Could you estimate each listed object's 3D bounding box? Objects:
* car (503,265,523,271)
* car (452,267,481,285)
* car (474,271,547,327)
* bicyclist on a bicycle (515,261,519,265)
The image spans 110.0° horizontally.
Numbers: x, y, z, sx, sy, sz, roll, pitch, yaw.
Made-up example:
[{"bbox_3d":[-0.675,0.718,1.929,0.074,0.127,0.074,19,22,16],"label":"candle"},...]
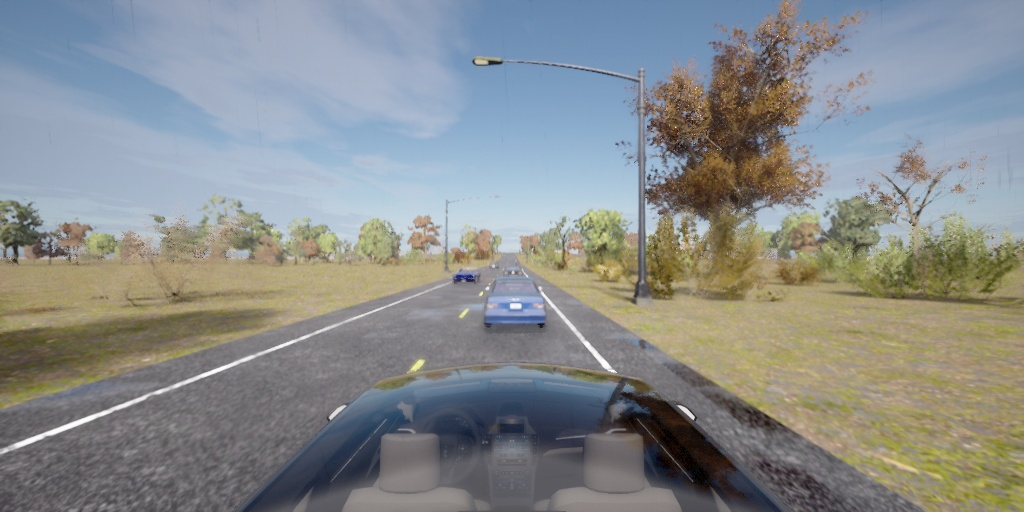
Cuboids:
[{"bbox_3d":[0.100,1.566,34.165,2.033,1.411,5.357,0,0,0],"label":"car"},{"bbox_3d":[-3.600,1.579,29.106,1.895,1.301,4.718,0,0,0],"label":"car"},{"bbox_3d":[0.082,1.383,11.910,2.033,1.411,5.357,0,0,0],"label":"car"},{"bbox_3d":[0.965,1.675,60.533,0.582,1.620,1.656,0,-1,0],"label":"bicyclist on a bicycle"}]
